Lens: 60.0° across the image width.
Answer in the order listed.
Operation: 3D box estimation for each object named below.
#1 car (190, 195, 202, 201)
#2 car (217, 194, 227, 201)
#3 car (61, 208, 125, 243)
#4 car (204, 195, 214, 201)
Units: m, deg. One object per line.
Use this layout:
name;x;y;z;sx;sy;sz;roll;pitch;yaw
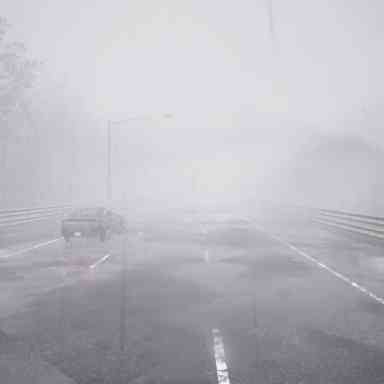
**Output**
car;0.601;1.622;85.736;2.033;1.411;5.357;0;0;7
car;7.695;1.437;86.132;2.097;1.767;4.553;0;0;7
car;-4.592;1.497;16.041;2.128;1.511;4.902;0;0;2
car;4.131;1.677;85.789;1.895;1.301;4.718;0;0;7
